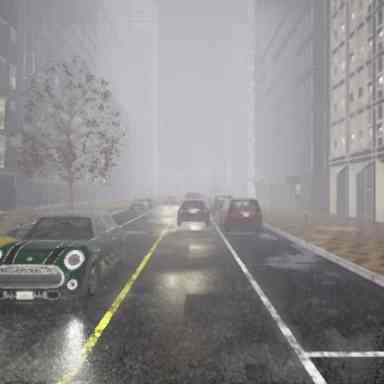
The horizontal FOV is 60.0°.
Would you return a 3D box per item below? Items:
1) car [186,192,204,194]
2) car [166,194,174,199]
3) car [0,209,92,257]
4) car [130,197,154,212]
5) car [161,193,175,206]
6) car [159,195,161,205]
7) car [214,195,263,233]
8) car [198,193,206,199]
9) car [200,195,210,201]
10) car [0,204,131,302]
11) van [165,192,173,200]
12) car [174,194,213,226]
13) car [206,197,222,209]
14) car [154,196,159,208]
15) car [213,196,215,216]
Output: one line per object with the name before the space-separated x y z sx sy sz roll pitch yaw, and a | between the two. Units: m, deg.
car | 0.108 1.033 41.370 2.150 2.045 5.566 0 0 0
car | -5.667 1.156 87.323 1.802 1.307 4.206 0 0 0
car | -5.685 1.493 13.324 2.008 1.369 4.403 0 0 0
car | -5.679 1.390 36.093 2.008 1.369 4.403 0 0 0
car | -3.072 1.251 49.433 1.882 1.535 5.008 0 0 0
car | -5.675 1.336 53.168 1.802 1.307 4.206 0 0 0
car | 2.699 1.232 19.001 2.192 1.841 5.009 0 0 0
car | 2.716 0.982 92.997 1.967 1.590 4.097 0 0 0
car | 2.710 1.231 70.231 1.947 1.339 4.313 0 0 0
car | -3.098 1.316 8.412 2.097 1.767 4.553 0 0 0
van | -5.667 0.946 81.630 1.690 1.788 3.998 0 0 0
car | 0.104 1.251 22.727 2.097 1.767 4.553 0 0 0
car | 2.703 1.335 41.940 1.752 1.417 4.829 0 0 0
car | -5.678 1.377 41.786 1.947 1.339 4.313 0 0 0
car | 2.702 1.180 30.386 2.192 1.841 5.009 0 0 0
